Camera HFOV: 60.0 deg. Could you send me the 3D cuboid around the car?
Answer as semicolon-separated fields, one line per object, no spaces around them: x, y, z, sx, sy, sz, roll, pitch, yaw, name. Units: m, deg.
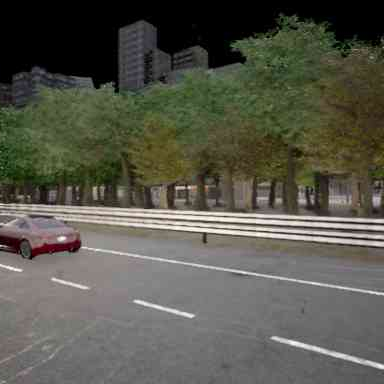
-6.065;1.571;12.499;4.181;1.385;1.994;0;0;36;car
